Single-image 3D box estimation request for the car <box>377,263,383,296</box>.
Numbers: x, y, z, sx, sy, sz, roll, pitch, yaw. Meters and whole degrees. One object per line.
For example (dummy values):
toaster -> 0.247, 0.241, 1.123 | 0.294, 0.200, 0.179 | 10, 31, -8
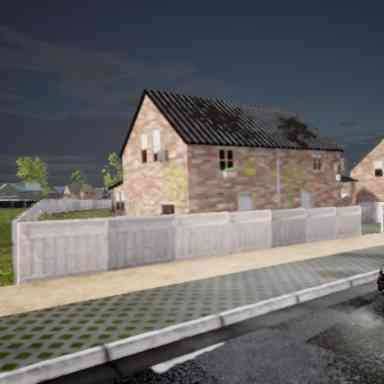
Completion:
car -> 5.936, 1.528, 7.254 | 4.674, 1.442, 1.812 | 0, 0, -35
